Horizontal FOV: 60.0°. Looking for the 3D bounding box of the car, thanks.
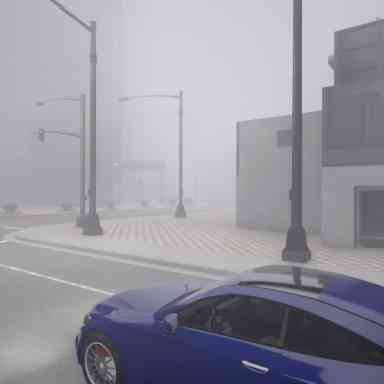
[{"bbox_3d":[0.774,1.528,3.443,4.674,1.442,1.812,0,0,36],"label":"car"}]
